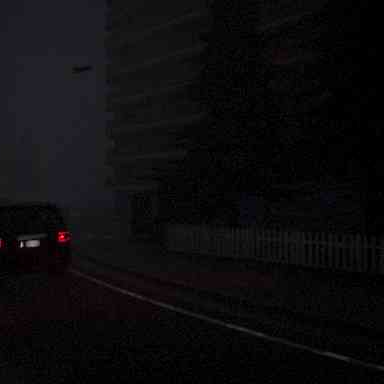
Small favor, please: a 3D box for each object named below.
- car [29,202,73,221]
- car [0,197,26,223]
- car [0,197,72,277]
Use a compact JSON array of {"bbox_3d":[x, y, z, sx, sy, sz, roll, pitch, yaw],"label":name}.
[{"bbox_3d":[-12.842,1.712,30.729,2.128,1.511,4.902,0,0,-2],"label":"car"},{"bbox_3d":[-16.312,1.441,28.172,2.150,2.045,5.566,0,0,-5],"label":"car"},{"bbox_3d":[-5.391,1.297,9.697,2.150,2.045,5.566,0,0,-40],"label":"car"}]
